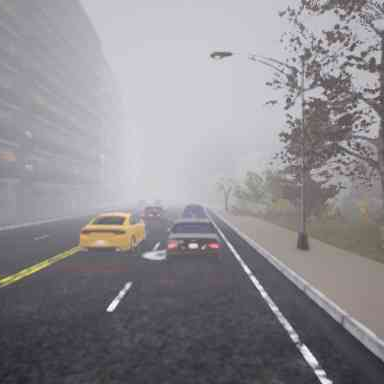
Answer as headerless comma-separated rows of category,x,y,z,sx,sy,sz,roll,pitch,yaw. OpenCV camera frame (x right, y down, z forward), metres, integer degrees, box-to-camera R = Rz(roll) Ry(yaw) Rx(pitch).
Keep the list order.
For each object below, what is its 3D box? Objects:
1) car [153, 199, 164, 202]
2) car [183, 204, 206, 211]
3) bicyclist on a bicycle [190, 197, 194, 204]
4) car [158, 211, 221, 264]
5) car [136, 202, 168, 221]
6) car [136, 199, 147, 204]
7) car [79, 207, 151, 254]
car,-6.435,2.177,64.540,1.837,1.490,4.892,0,-1,-1
car,0.187,1.777,29.116,1.882,1.535,5.008,0,0,1
bicyclist on a bicycle,0.098,2.360,87.449,0.582,1.620,1.656,0,-1,-3
car,0.060,1.675,12.395,2.033,1.411,5.357,0,-1,1
car,-3.091,1.830,27.411,2.033,1.411,5.357,0,-1,1
car,-9.678,2.179,64.758,1.837,1.490,4.892,0,0,-1
car,-3.161,1.622,14.143,1.882,1.535,5.008,0,0,1
